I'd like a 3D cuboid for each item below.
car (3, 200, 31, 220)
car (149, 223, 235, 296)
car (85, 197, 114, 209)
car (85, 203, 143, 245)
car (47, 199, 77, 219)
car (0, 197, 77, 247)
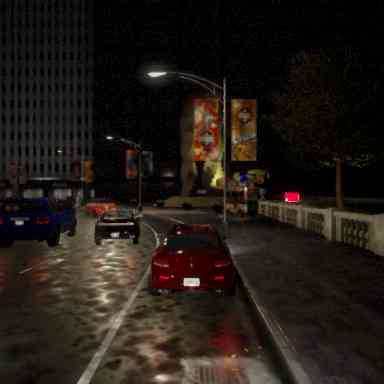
[{"bbox_3d":[-15.420,1.501,29.252,1.882,1.535,5.008,0,0,-31],"label":"car"},{"bbox_3d":[0.024,1.525,8.545,1.812,1.442,4.674,0,0,1],"label":"car"},{"bbox_3d":[-8.687,1.360,31.598,2.097,1.767,4.553,0,0,-29],"label":"car"},{"bbox_3d":[-3.368,1.493,15.592,2.128,1.511,4.902,0,0,-7],"label":"car"},{"bbox_3d":[-11.754,1.477,29.911,1.882,1.535,5.008,0,0,-29],"label":"car"},{"bbox_3d":[-6.842,1.253,15.165,2.150,2.045,5.566,0,0,-7],"label":"car"}]
